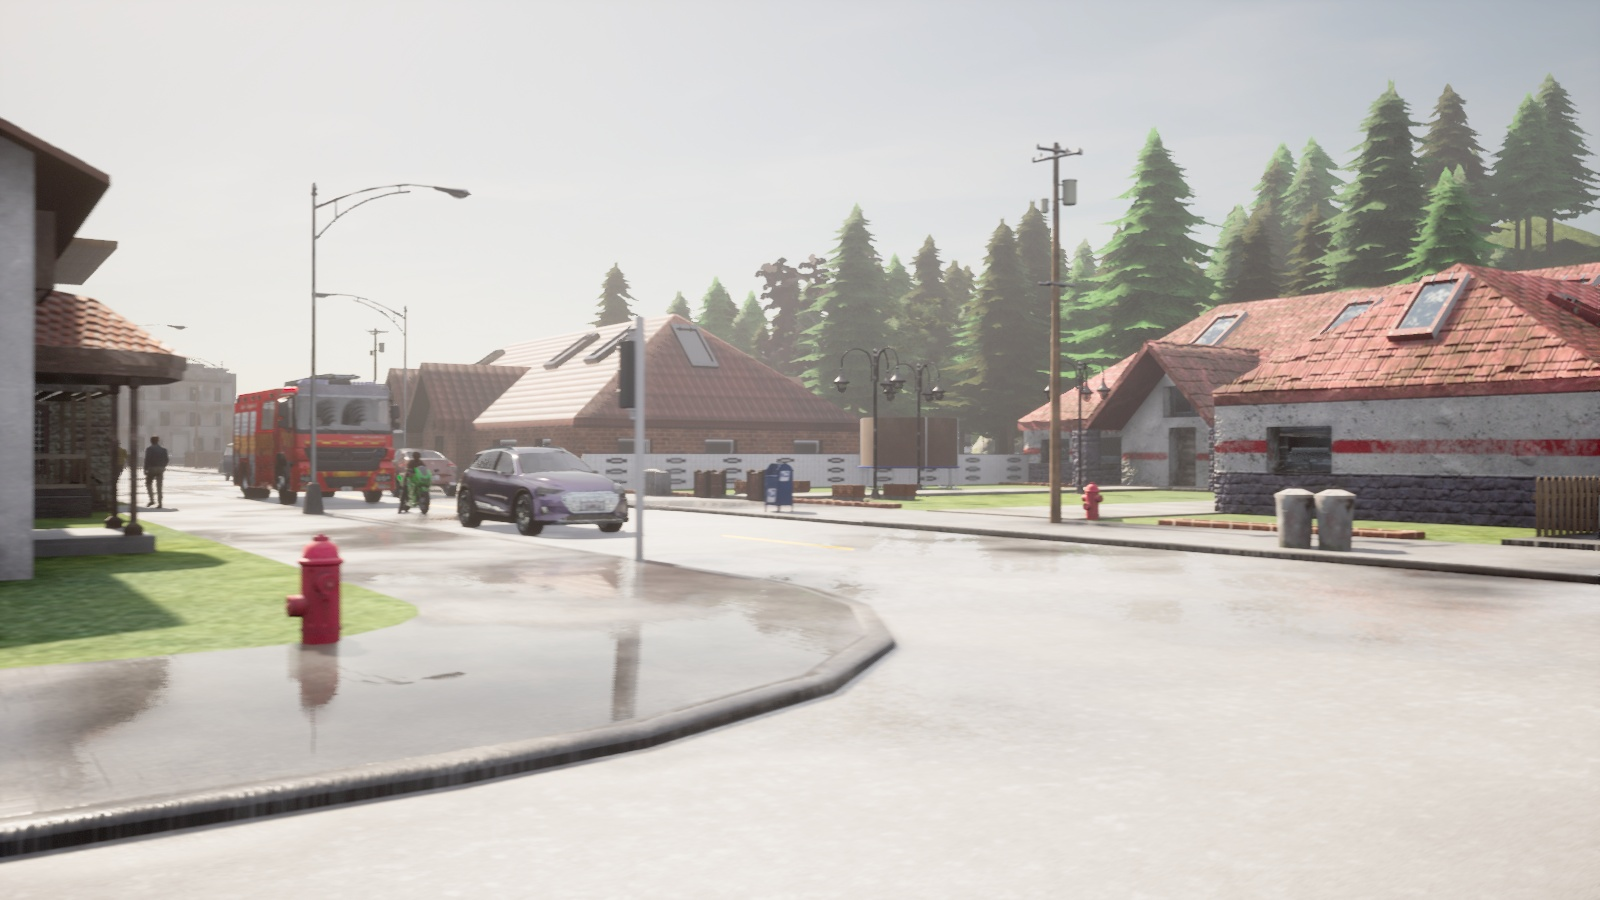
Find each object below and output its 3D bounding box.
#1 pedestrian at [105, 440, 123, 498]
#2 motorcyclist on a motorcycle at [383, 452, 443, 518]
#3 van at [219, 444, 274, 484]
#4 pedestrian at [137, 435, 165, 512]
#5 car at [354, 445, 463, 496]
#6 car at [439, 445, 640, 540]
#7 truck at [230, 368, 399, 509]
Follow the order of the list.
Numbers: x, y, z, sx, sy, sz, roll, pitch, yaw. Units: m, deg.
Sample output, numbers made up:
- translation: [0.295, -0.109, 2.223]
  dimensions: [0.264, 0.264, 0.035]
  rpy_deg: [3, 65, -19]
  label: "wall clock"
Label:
- translation: [-22.085, 0.601, 40.444]
  dimensions: [0.431, 1.840, 0.709]
  rpy_deg: [0, 0, -35]
  label: "pedestrian"
- translation: [-9.367, 0.822, 30.330]
  dimensions: [0.797, 1.523, 2.044]
  rpy_deg: [0, 0, -35]
  label: "motorcyclist on a motorcycle"
- translation: [-28.580, 0.718, 64.779]
  dimensions: [1.775, 1.987, 4.442]
  rpy_deg: [0, 0, -34]
  label: "van"
- translation: [-15.680, 0.563, 30.342]
  dimensions: [0.726, 1.835, 0.370]
  rpy_deg: [0, 0, 43]
  label: "pedestrian"
- translation: [-13.575, 0.659, 43.332]
  dimensions: [2.152, 1.651, 5.027]
  rpy_deg: [0, 0, -35]
  label: "car"
- translation: [-5.148, 0.746, 24.277]
  dimensions: [2.033, 1.649, 4.856]
  rpy_deg: [0, 0, -35]
  label: "car"
- translation: [-15.057, -0.293, 38.472]
  dimensions: [2.891, 3.827, 8.468]
  rpy_deg: [0, 0, -35]
  label: "truck"
